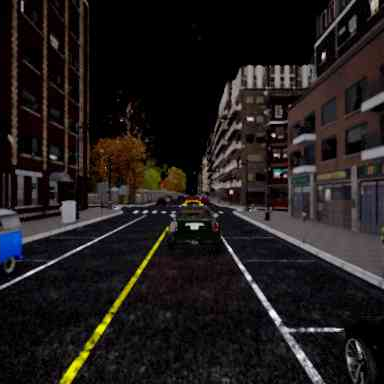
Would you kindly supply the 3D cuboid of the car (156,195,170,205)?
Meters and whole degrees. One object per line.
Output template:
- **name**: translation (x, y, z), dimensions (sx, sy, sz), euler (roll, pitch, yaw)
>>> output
- **car**: translation (-5.696, 1.693, 62.958), dimensions (1.947, 1.339, 4.313), euler (0, 0, 0)

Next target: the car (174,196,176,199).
- **car**: translation (-5.699, 1.494, 79.850), dimensions (2.192, 1.841, 5.009), euler (0, 0, 0)

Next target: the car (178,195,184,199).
- **car**: translation (-3.013, 1.662, 92.541), dimensions (1.882, 1.535, 5.008), euler (0, 0, 0)

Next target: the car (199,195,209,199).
- **car**: translation (2.683, 1.689, 68.589), dimensions (1.887, 1.381, 4.507), euler (0, 0, 0)

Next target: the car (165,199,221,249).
- **car**: translation (0.099, 1.373, 14.780), dimensions (2.097, 1.767, 4.553), euler (0, 0, 0)

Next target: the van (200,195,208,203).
- **van**: translation (2.683, 1.502, 74.221), dimensions (1.690, 1.788, 3.998), euler (0, 0, 0)

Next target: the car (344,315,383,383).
- **car**: translation (2.695, 1.569, 2.249), dimensions (1.947, 1.339, 4.313), euler (0, 0, 0)

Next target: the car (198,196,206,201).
- **car**: translation (2.679, 1.769, 91.111), dimensions (2.008, 1.369, 4.403), euler (0, 0, 0)

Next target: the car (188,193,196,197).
- **car**: translation (-0.012, 1.700, 88.760), dimensions (1.994, 1.385, 4.181), euler (0, 0, 0)

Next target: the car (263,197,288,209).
- **car**: translation (13.459, 1.693, 50.639), dimensions (5.009, 1.841, 2.192), euler (1, -1, -1)

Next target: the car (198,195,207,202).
- **car**: translation (2.681, 1.638, 85.481), dimensions (1.967, 1.590, 4.097), euler (0, 0, 0)

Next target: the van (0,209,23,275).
- **van**: translation (-5.686, 1.351, 7.908), dimensions (1.690, 1.788, 3.998), euler (0, 0, 0)

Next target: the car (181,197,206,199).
- **car**: translation (0.097, 1.526, 30.687), dimensions (1.882, 1.535, 5.008), euler (0, 0, 0)

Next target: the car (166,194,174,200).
- **car**: translation (-5.698, 1.685, 74.049), dimensions (1.752, 1.417, 4.829), euler (0, 0, 0)
